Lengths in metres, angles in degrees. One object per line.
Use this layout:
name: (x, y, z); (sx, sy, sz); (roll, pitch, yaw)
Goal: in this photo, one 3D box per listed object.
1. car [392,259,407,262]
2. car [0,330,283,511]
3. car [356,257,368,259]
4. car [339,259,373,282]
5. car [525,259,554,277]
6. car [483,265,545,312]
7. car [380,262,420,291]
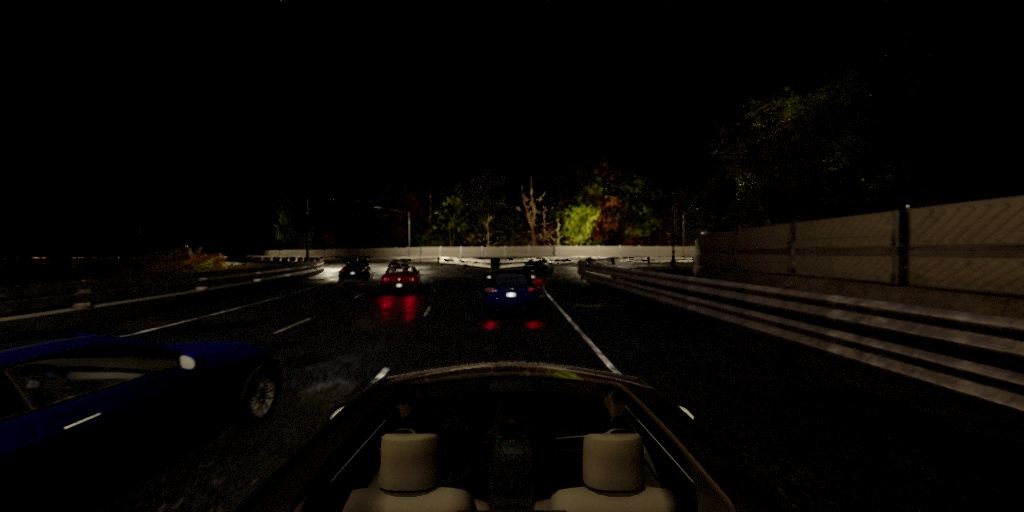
car: (-12.678, 0.997, 40.296); (2.033, 1.411, 5.357); (0, 1, -23)
car: (-3.745, 1.280, 2.624); (1.812, 1.442, 4.674); (0, 1, -3)
car: (-18.677, 0.923, 44.526); (2.128, 1.511, 4.902); (0, 1, -27)
car: (-11.540, 1.131, 26.688); (1.994, 1.385, 4.181); (0, 1, -16)
car: (2.417, 0.969, 31.666); (2.128, 1.511, 4.902); (0, 0, 17)
car: (-0.021, 1.209, 13.625); (1.994, 1.385, 4.181); (0, 0, 0)
car: (-6.239, 1.205, 20.526); (1.895, 1.301, 4.718); (0, 1, -12)
